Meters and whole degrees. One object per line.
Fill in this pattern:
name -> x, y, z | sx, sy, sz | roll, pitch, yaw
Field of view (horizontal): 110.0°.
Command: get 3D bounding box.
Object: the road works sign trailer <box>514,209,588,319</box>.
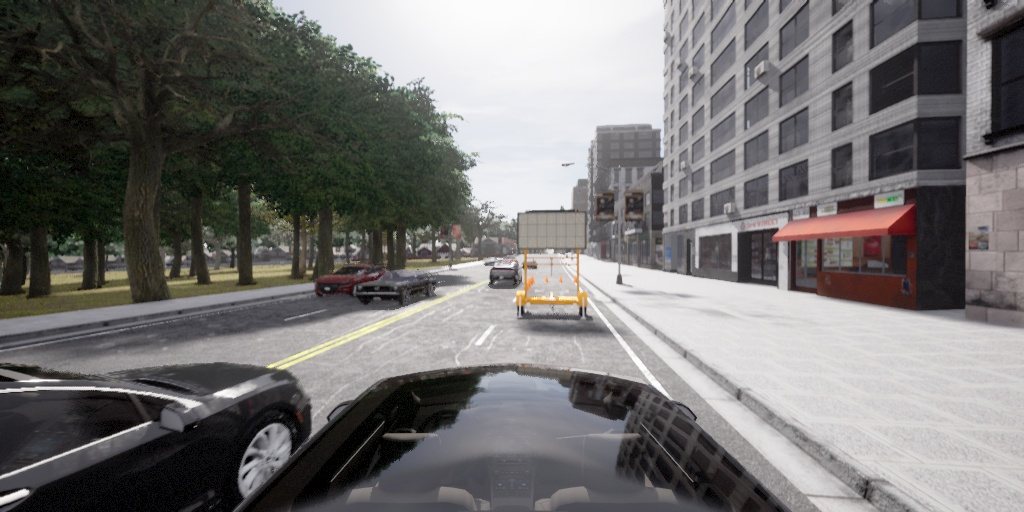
road works sign trailer -> 1.400, 0.175, 12.689 | 2.380, 3.560, 2.880 | 0, 0, 6

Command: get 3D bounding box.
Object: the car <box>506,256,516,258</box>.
car -> -0.258, 0.781, 56.493 | 2.097, 1.767, 4.553 | 0, 1, 7

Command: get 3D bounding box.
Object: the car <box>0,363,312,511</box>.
car -> -3.035, 1.256, 1.532 | 1.837, 1.490, 4.892 | 0, 0, 6

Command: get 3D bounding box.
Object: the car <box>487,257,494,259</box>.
car -> -3.296, 0.947, 58.520 | 2.033, 1.411, 5.357 | 0, 1, 7

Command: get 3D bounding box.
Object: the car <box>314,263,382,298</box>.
car -> -7.877, 1.165, 18.305 | 1.882, 1.535, 5.008 | 0, 0, 6

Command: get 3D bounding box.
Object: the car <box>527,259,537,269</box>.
car -> 2.466, 1.075, 50.030 | 1.994, 1.385, 4.181 | 0, 1, 6

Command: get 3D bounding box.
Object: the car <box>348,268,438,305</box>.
car -> -4.890, 1.299, 15.807 | 1.895, 1.301, 4.718 | 0, 0, 6

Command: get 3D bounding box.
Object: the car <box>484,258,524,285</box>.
car -> -0.364, 1.145, 25.088 | 2.128, 1.511, 4.902 | 0, 0, 6
